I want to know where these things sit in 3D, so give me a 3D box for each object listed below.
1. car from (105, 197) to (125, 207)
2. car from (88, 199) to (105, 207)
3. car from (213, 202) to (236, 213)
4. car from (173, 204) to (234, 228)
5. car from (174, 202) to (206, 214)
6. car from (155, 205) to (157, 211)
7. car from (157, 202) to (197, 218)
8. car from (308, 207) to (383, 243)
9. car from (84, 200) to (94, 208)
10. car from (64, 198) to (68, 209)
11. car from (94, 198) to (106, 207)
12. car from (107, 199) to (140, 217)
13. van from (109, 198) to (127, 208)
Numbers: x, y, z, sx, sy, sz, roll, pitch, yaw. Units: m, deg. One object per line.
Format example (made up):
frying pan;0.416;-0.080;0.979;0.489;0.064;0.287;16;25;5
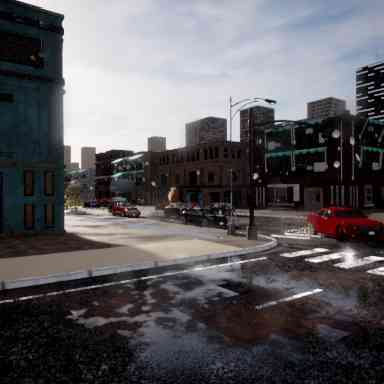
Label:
car;-9.117;1.812;43.248;2.097;1.767;4.553;-1;0;-35
car;-19.528;2.227;67.923;1.887;1.381;4.507;-1;0;-35
car;2.870;1.809;36.308;2.008;1.369;4.403;-2;0;-35
car;0.757;1.814;24.585;1.947;1.339;4.313;-1;0;-35
car;-0.329;1.903;40.825;1.802;1.307;4.206;-2;0;-35
car;-3.528;1.965;45.341;1.802;1.307;4.206;-2;0;-35
car;-0.902;1.790;31.634;2.128;1.511;4.902;-1;0;-35
car;7.373;1.507;16.309;1.882;1.535;5.008;1;-2;-2
car;-19.270;2.229;63.093;1.994;1.385;4.181;-1;0;-35
car;-23.067;2.232;58.422;1.752;1.417;4.829;-1;0;-35
car;-16.334;1.939;63.407;2.192;1.841;5.009;-1;0;-35
car;-7.169;1.846;35.978;1.967;1.590;4.097;-1;0;-35
van;-13.133;1.906;58.890;1.690;1.788;3.998;-1;0;-35
